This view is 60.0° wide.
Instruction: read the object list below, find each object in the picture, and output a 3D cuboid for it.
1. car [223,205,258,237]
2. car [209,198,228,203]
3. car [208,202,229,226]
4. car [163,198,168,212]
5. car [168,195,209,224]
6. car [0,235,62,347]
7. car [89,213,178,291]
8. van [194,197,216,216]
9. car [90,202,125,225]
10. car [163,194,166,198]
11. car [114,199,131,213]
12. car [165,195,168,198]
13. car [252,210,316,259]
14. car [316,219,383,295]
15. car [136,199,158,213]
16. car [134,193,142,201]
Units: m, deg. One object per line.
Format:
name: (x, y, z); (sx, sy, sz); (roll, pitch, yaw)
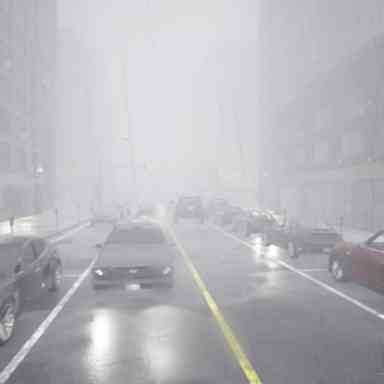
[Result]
car: (3.349, 1.623, 18.233); (2.008, 1.369, 4.403); (1, 0, -7)
car: (1.965, 1.402, 29.194); (2.192, 1.841, 5.009); (1, 0, -7)
car: (2.656, 1.645, 23.713); (1.947, 1.339, 4.313); (1, 0, -7)
car: (-2.115, 1.678, 39.008); (1.895, 1.301, 4.718); (0, 0, -7)
car: (-0.396, 1.279, 25.516); (2.150, 2.045, 5.566); (0, 0, -7)
car: (-3.722, 1.551, 6.191); (1.947, 1.339, 4.313); (1, 0, -7)
car: (-1.543, 1.558, 9.427); (2.033, 1.411, 5.357); (0, 0, -7)
van: (1.272, 1.436, 34.673); (1.690, 1.788, 3.998); (1, 0, -7)
car: (-5.802, 1.589, 22.636); (1.802, 1.307, 4.206); (1, 0, -7)
car: (-6.183, 1.786, 89.367); (1.802, 1.307, 4.206); (1, 0, -8)
car: (-6.495, 1.581, 28.117); (1.947, 1.339, 4.313); (1, 0, -7)
car: (-4.518, 1.618, 78.181); (1.967, 1.590, 4.097); (1, 0, -8)
car: (4.042, 1.615, 12.753); (2.008, 1.369, 4.403); (1, 0, -7)
car: (4.735, 1.497, 7.273); (1.967, 1.590, 4.097); (1, 0, -7)
car: (-4.136, 1.641, 30.722); (1.895, 1.301, 4.718); (0, 0, -7)
car: (-14.615, 1.571, 88.121); (1.967, 1.590, 4.097); (1, 0, -8)
